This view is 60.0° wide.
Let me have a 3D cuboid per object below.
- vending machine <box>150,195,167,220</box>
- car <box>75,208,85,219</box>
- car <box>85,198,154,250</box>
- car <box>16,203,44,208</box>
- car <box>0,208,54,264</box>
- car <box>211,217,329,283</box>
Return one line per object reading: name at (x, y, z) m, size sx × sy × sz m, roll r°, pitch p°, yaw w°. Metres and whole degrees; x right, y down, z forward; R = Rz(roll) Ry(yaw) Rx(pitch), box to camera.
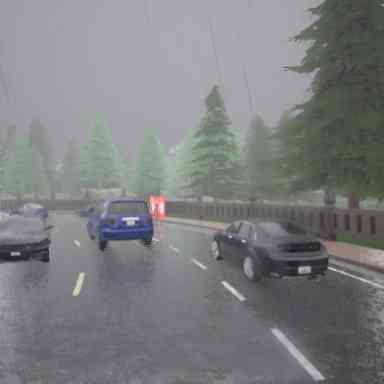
vending machine at (-2.910, 1.304, 28.784) m, size 1.100 × 2.100 × 0.880 m, roll 0°, pitch 0°, yaw -38°
car at (-8.431, 1.759, 29.054) m, size 1.895 × 1.301 × 4.718 m, roll 0°, pitch 0°, yaw -43°
car at (-3.389, 1.295, 15.194) m, size 2.150 × 2.045 × 5.566 m, roll 0°, pitch 0°, yaw -23°
car at (-14.718, 1.743, 30.099) m, size 4.674 × 1.442 × 1.812 m, roll -1°, pitch 0°, yaw 40°
car at (-6.146, 1.567, 12.121) m, size 1.882 × 1.535 × 5.008 m, roll 0°, pitch 0°, yaw -22°
car at (1.982, 1.516, 9.831) m, size 1.837 × 1.490 × 4.892 m, roll 0°, pitch 0°, yaw -13°
